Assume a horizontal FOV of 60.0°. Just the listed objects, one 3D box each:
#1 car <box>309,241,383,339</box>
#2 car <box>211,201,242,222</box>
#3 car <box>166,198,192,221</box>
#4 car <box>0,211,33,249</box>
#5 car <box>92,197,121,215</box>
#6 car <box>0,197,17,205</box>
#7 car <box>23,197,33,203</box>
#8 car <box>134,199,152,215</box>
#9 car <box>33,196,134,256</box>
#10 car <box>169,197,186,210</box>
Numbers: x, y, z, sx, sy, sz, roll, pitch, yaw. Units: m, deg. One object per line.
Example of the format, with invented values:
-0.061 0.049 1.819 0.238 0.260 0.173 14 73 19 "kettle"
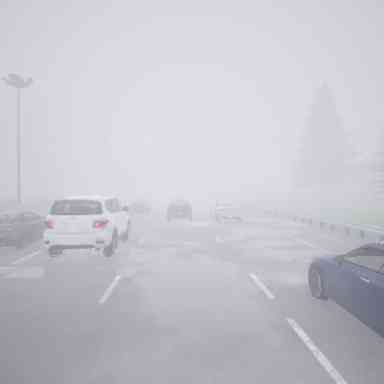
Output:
3.475 1.499 5.307 1.812 1.442 4.674 0 0 -1 "car"
2.542 1.400 25.260 1.812 1.442 4.674 0 0 -3 "car"
-1.008 1.347 26.038 1.882 1.535 5.008 0 0 -3 "car"
-7.374 1.491 14.055 1.994 1.385 4.181 0 0 -3 "car"
-8.420 1.310 33.170 1.882 1.535 5.008 0 0 -3 "car"
-23.032 1.356 40.508 1.994 1.385 4.181 0 0 -3 "car"
-19.607 1.292 42.075 1.837 1.490 4.892 0 0 -3 "car"
-4.807 1.368 31.247 1.812 1.442 4.674 0 0 -3 "car"
-3.796 1.155 12.898 2.150 2.045 5.566 0 0 -3 "car"
-1.796 1.362 40.023 1.994 1.385 4.181 0 0 -3 "car"
